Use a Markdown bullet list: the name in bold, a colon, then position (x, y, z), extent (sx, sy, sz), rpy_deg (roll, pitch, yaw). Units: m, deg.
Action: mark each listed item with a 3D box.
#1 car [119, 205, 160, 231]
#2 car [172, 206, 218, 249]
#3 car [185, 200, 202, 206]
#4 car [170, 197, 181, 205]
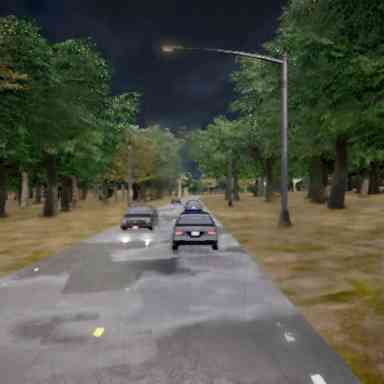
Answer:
- **car**: position (-3.068, 1.539, 20.676), extent (2.033, 1.411, 5.357), rpy_deg (0, 0, 0)
- **car**: position (0.122, 1.540, 14.468), extent (2.033, 1.411, 5.357), rpy_deg (0, 0, 0)
- **car**: position (0.157, 1.568, 36.003), extent (1.994, 1.385, 4.181), rpy_deg (0, 0, 0)
- **car**: position (-2.925, 1.585, 61.366), extent (2.033, 1.411, 5.357), rpy_deg (0, 0, 1)
